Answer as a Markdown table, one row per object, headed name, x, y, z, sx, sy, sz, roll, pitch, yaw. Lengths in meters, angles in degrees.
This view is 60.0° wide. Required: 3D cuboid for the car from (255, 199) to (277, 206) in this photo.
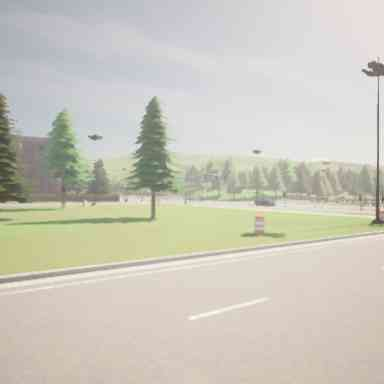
| name | x | y | z | sx | sy | sz | roll | pitch | yaw |
| --- | --- | --- | --- | --- | --- | --- | --- | --- | --- |
| car | 14.526 | 2.042 | 65.405 | 2.128 | 1.511 | 4.902 | 1 | 0 | -35 |
